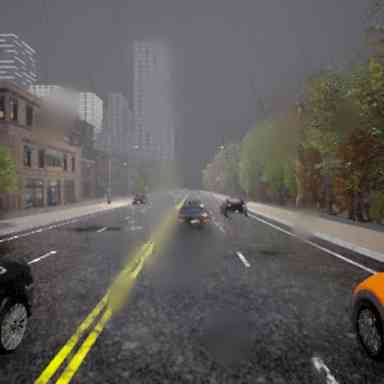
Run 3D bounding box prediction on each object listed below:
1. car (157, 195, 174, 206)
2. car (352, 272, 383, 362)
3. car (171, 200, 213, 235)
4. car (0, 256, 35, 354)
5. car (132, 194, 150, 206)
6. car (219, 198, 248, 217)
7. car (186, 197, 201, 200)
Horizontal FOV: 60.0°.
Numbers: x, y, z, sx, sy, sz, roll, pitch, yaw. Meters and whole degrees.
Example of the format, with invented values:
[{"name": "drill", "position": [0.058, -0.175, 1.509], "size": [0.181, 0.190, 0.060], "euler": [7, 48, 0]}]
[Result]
[{"name": "car", "position": [-3.324, 1.089, 43.146], "size": [1.994, 1.385, 4.181], "euler": [0, 1, 0]}, {"name": "car", "position": [3.350, 1.319, 2.952], "size": [2.097, 1.767, 4.553], "euler": [0, 1, 0]}, {"name": "car", "position": [0.103, 1.355, 17.536], "size": [2.033, 1.411, 5.357], "euler": [0, 1, 0]}, {"name": "car", "position": [-3.341, 1.456, 3.197], "size": [2.128, 1.511, 4.902], "euler": [0, 1, 0]}, {"name": "car", "position": [-6.574, 1.029, 43.296], "size": [1.837, 1.490, 4.892], "euler": [0, 0, 0]}, {"name": "car", "position": [3.348, 1.194, 27.173], "size": [2.128, 1.511, 4.902], "euler": [0, 1, 0]}, {"name": "car", "position": [0.084, 1.192, 37.165], "size": [1.895, 1.301, 4.718], "euler": [0, 1, 0]}]
